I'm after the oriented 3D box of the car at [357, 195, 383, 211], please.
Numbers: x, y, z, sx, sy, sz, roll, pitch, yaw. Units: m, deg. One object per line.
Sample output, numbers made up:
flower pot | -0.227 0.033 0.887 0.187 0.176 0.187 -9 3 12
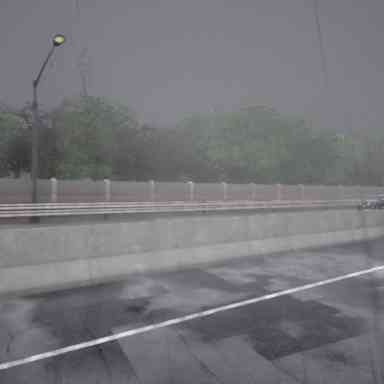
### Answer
car | 22.576 1.367 40.605 5.566 2.045 2.150 0 0 -33
